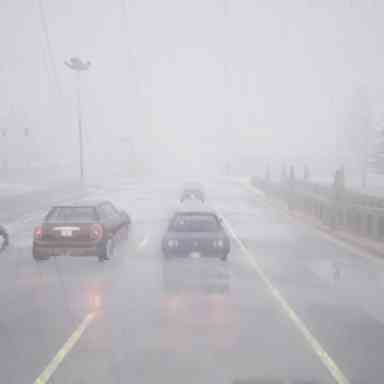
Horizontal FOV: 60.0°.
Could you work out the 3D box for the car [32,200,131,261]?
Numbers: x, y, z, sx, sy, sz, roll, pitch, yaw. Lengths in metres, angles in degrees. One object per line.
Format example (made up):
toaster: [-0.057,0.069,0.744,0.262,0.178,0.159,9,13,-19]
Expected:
car: [-3.407,1.028,11.157,2.097,1.767,4.553,0,3,0]

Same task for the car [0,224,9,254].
car: [-6.902,1.290,8.925,1.837,1.490,4.892,0,2,0]

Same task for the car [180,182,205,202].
car: [0.028,-0.098,26.501,1.812,1.442,4.674,0,6,0]

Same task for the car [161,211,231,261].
car: [0.095,1.282,11.057,1.895,1.301,4.718,0,3,0]
